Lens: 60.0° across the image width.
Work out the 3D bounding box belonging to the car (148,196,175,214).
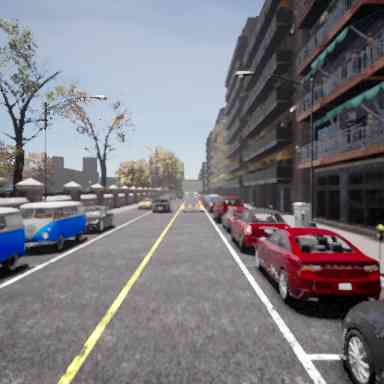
[{"bbox_3d":[-3.084,1.419,34.719,1.837,1.490,4.892,0,0,0],"label":"car"}]

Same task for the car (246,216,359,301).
[{"bbox_3d":[2.693,1.520,8.077,1.887,1.381,4.507,0,0,0],"label":"car"}]

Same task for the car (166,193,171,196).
[{"bbox_3d":[-5.673,1.436,64.384,1.802,1.307,4.206,0,0,0],"label":"car"}]

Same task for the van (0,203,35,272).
[{"bbox_3d":[-5.687,1.317,8.079,1.690,1.788,3.998,0,0,0],"label":"van"}]

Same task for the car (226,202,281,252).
[{"bbox_3d":[2.695,1.400,13.706,1.967,1.590,4.097,0,0,0],"label":"car"}]

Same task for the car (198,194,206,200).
[{"bbox_3d":[2.715,1.271,92.530,1.967,1.590,4.097,0,0,0],"label":"car"}]

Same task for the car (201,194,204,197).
[{"bbox_3d":[2.705,1.427,53.119,2.008,1.369,4.403,0,0,0],"label":"car"}]

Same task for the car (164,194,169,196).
[{"bbox_3d":[-5.674,1.431,58.753,1.947,1.339,4.313,0,0,0],"label":"car"}]

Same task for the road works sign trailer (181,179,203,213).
[{"bbox_3d":[0.009,0.375,35.676,2.380,3.560,2.880,0,0,0],"label":"road works sign trailer"}]

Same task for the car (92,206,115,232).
[{"bbox_3d":[-5.684,1.496,19.339,2.008,1.369,4.403,0,0,0],"label":"car"}]

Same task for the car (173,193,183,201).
[{"bbox_3d":[-2.981,1.217,75.694,1.837,1.490,4.892,0,0,0],"label":"car"}]

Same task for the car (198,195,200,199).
[{"bbox_3d":[2.712,1.419,81.268,1.802,1.307,4.206,0,0,0],"label":"car"}]

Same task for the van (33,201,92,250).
[{"bbox_3d":[-5.685,1.301,13.708,1.690,1.788,3.998,0,0,0],"label":"van"}]

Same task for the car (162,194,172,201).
[{"bbox_3d":[-5.669,1.280,75.640,1.967,1.590,4.097,0,0,0],"label":"car"}]

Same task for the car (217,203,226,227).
[{"bbox_3d":[2.696,1.527,19.338,1.802,1.307,4.206,0,0,0],"label":"car"}]

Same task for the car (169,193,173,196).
[{"bbox_3d":[-5.671,1.389,70.012,1.887,1.381,4.507,0,0,0],"label":"car"}]

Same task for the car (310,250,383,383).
[{"bbox_3d":[2.691,1.542,2.448,2.008,1.369,4.403,0,0,0],"label":"car"}]

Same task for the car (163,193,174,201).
[{"bbox_3d":[-5.669,1.152,81.271,2.192,1.841,5.009,0,0,0],"label":"car"}]

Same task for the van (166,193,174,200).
[{"bbox_3d":[-5.667,1.175,86.901,1.690,1.788,3.998,0,0,0],"label":"van"}]

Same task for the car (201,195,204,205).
[{"bbox_3d":[2.703,1.453,47.489,1.947,1.339,4.313,0,0,0],"label":"car"}]

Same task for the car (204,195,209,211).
[{"bbox_3d":[2.700,1.350,36.227,1.967,1.590,4.097,0,0,0],"label":"car"}]

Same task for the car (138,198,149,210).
[{"bbox_3d":[-5.678,1.424,41.691,1.752,1.417,4.829,0,0,0],"label":"car"}]

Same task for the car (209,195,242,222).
[{"bbox_3d":[2.698,1.248,24.966,2.192,1.841,5.009,0,0,0],"label":"car"}]
